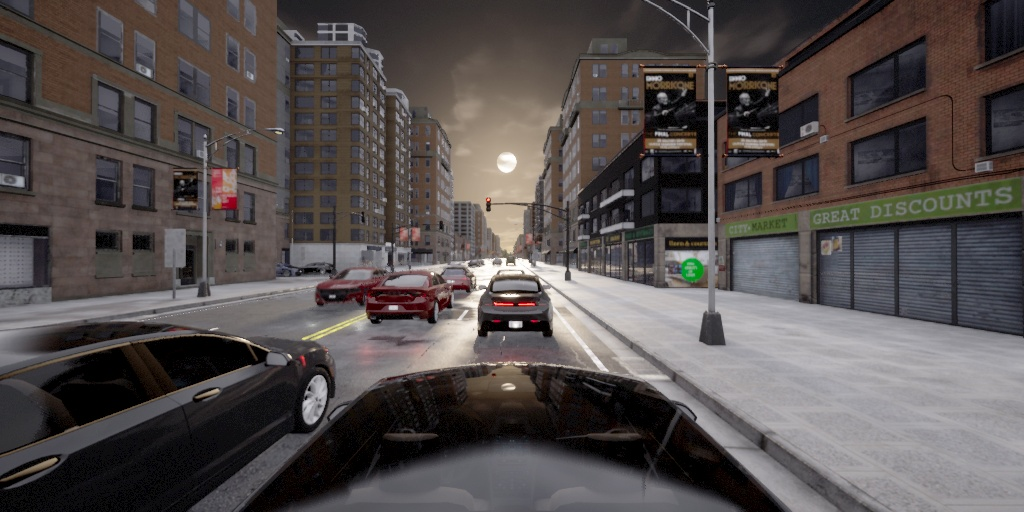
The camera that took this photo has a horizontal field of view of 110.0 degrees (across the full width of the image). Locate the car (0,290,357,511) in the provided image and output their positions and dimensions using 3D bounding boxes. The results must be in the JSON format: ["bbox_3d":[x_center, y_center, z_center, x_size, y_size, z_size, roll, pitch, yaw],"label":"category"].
[{"bbox_3d":[-3.153,1.255,2.638,1.837,1.490,4.892,0,0,0],"label":"car"}]

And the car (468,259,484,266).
[{"bbox_3d":[-6.759,1.359,64.224,2.033,1.411,5.357,0,0,0],"label":"car"}]

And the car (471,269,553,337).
[{"bbox_3d":[0.073,1.260,10.320,1.837,1.490,4.892,0,0,0],"label":"car"}]

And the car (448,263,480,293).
[{"bbox_3d":[-3.208,1.327,20.967,1.994,1.385,4.181,0,0,-1],"label":"car"}]

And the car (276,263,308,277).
[{"bbox_3d":[-22.741,1.333,35.205,4.181,1.385,1.994,0,0,0],"label":"car"}]

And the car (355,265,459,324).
[{"bbox_3d":[-3.184,1.234,12.073,1.882,1.535,5.008,0,0,0],"label":"car"}]

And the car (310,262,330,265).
[{"bbox_3d":[-22.273,1.368,40.685,4.313,1.339,1.948,0,0,0],"label":"car"}]

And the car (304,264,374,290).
[{"bbox_3d":[-6.646,1.236,15.747,1.882,1.535,5.008,0,0,0],"label":"car"}]
